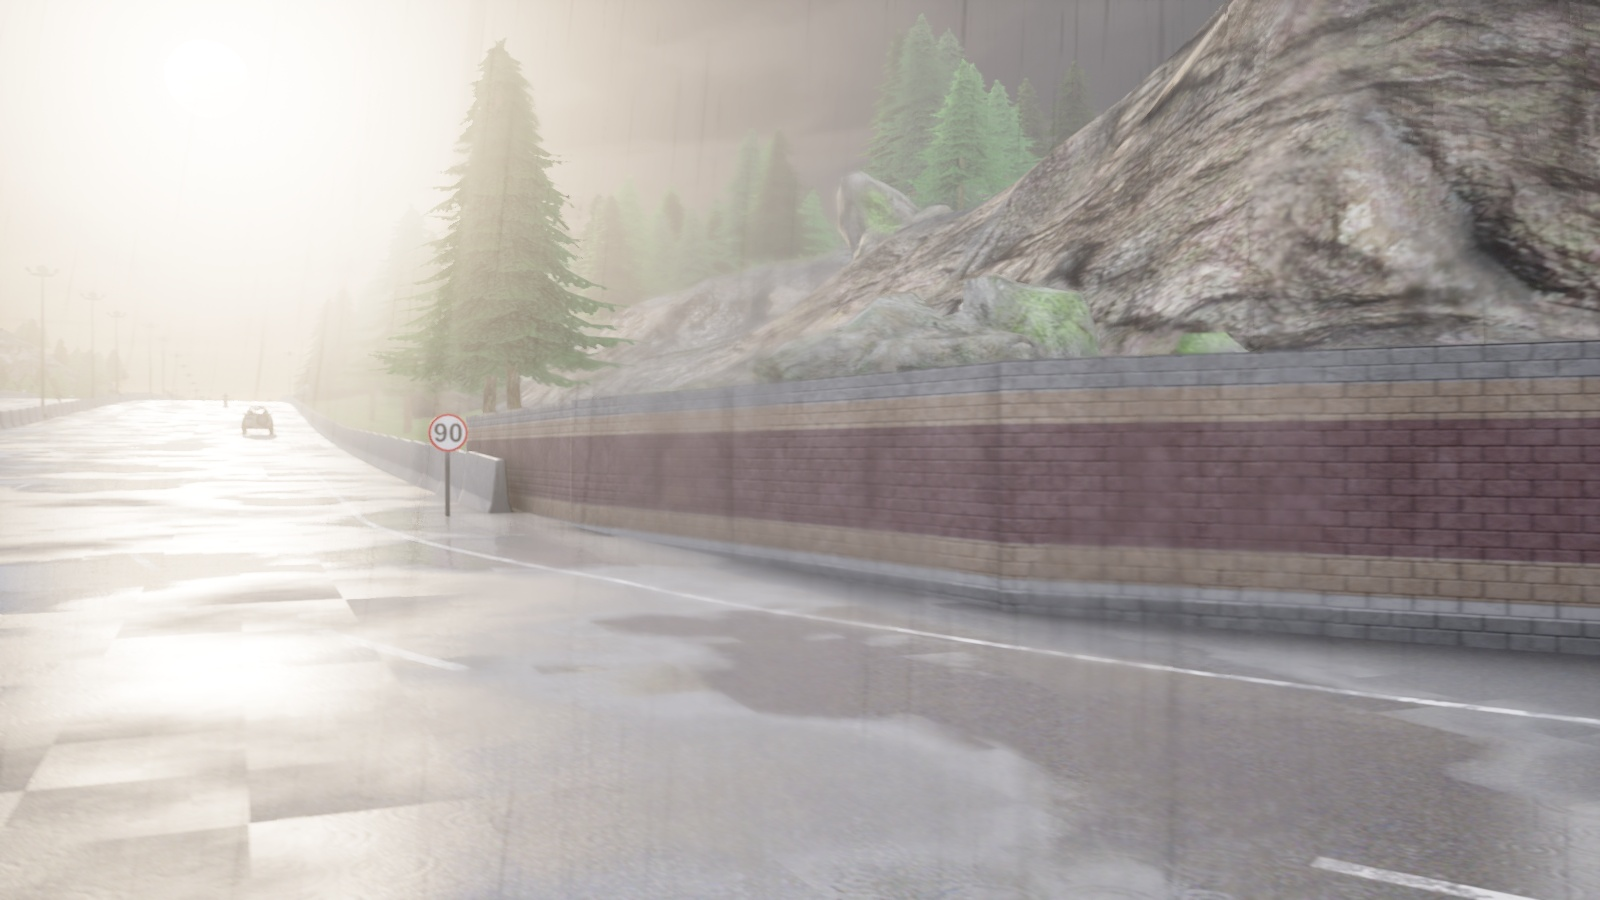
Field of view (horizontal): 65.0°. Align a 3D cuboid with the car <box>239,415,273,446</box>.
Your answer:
[{"bbox_3d":[-35.656,-1.318,82.309,1.932,1.855,4.605,-1,3,-23],"label":"car"}]
